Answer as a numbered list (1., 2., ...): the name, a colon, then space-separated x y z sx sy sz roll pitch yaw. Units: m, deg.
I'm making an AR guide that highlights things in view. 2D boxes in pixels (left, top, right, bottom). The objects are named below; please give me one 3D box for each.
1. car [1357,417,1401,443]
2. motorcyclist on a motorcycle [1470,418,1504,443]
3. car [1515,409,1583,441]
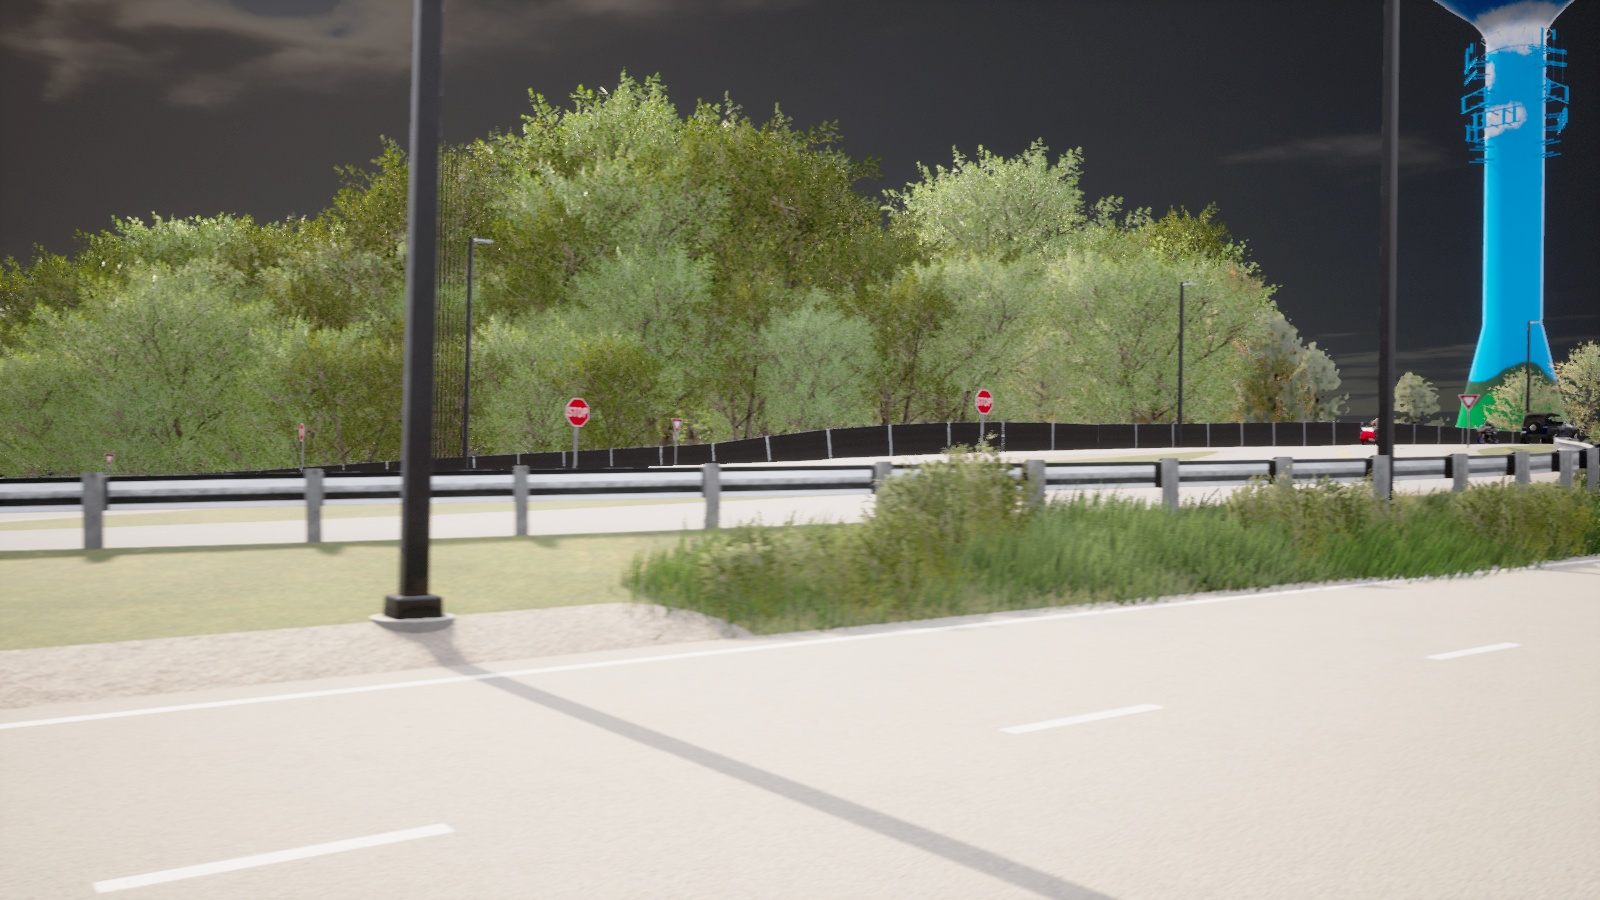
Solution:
1. car: 32.330 -1.098 70.119 2.207 1.376 1.481 1 -1 -43
2. motorcyclist on a motorcycle: 42.590 -1.235 77.828 2.191 1.530 0.866 -1 0 -31
3. car: 44.740 -1.486 75.019 3.866 1.878 1.905 -1 0 -32
